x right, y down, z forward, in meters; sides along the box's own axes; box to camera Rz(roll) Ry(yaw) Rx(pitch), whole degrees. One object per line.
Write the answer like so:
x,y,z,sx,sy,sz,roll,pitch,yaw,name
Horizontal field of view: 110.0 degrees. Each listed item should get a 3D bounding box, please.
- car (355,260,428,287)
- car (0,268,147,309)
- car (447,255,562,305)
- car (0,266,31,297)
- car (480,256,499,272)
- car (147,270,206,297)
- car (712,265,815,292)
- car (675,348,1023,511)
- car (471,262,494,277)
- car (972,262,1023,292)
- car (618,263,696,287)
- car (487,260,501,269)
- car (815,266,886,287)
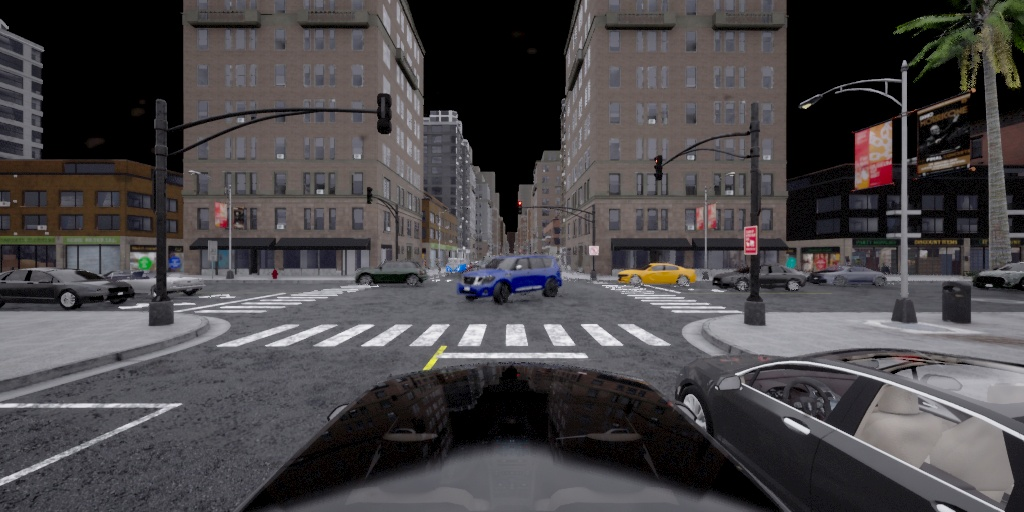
-8.070,1.094,24.195,4.553,1.767,2.097,0,0,0,car
-17.945,1.232,14.189,4.892,1.490,1.837,0,0,0,car
0.058,0.972,16.604,2.150,2.045,5.566,-1,-1,44,car
-26.893,1.235,17.389,4.674,1.442,1.812,0,0,0,car
-2.925,0.975,47.161,2.150,2.045,5.566,0,0,0,car
-17.906,1.324,17.438,4.718,1.301,1.895,0,0,0,car
14.435,1.274,21.073,4.892,1.490,1.837,0,0,0,car
2.668,1.300,2.334,2.007,1.370,4.403,0,0,0,car
-2.970,1.316,36.657,1.994,1.385,4.181,0,0,0,car
30.381,1.150,21.158,4.553,1.767,2.097,0,0,0,car
9.791,1.236,24.405,5.008,1.535,1.882,0,0,2,car
-2.873,1.354,57.508,1.895,1.301,4.718,0,0,0,car
22.642,1.344,24.370,4.181,1.385,1.994,0,0,0,car
